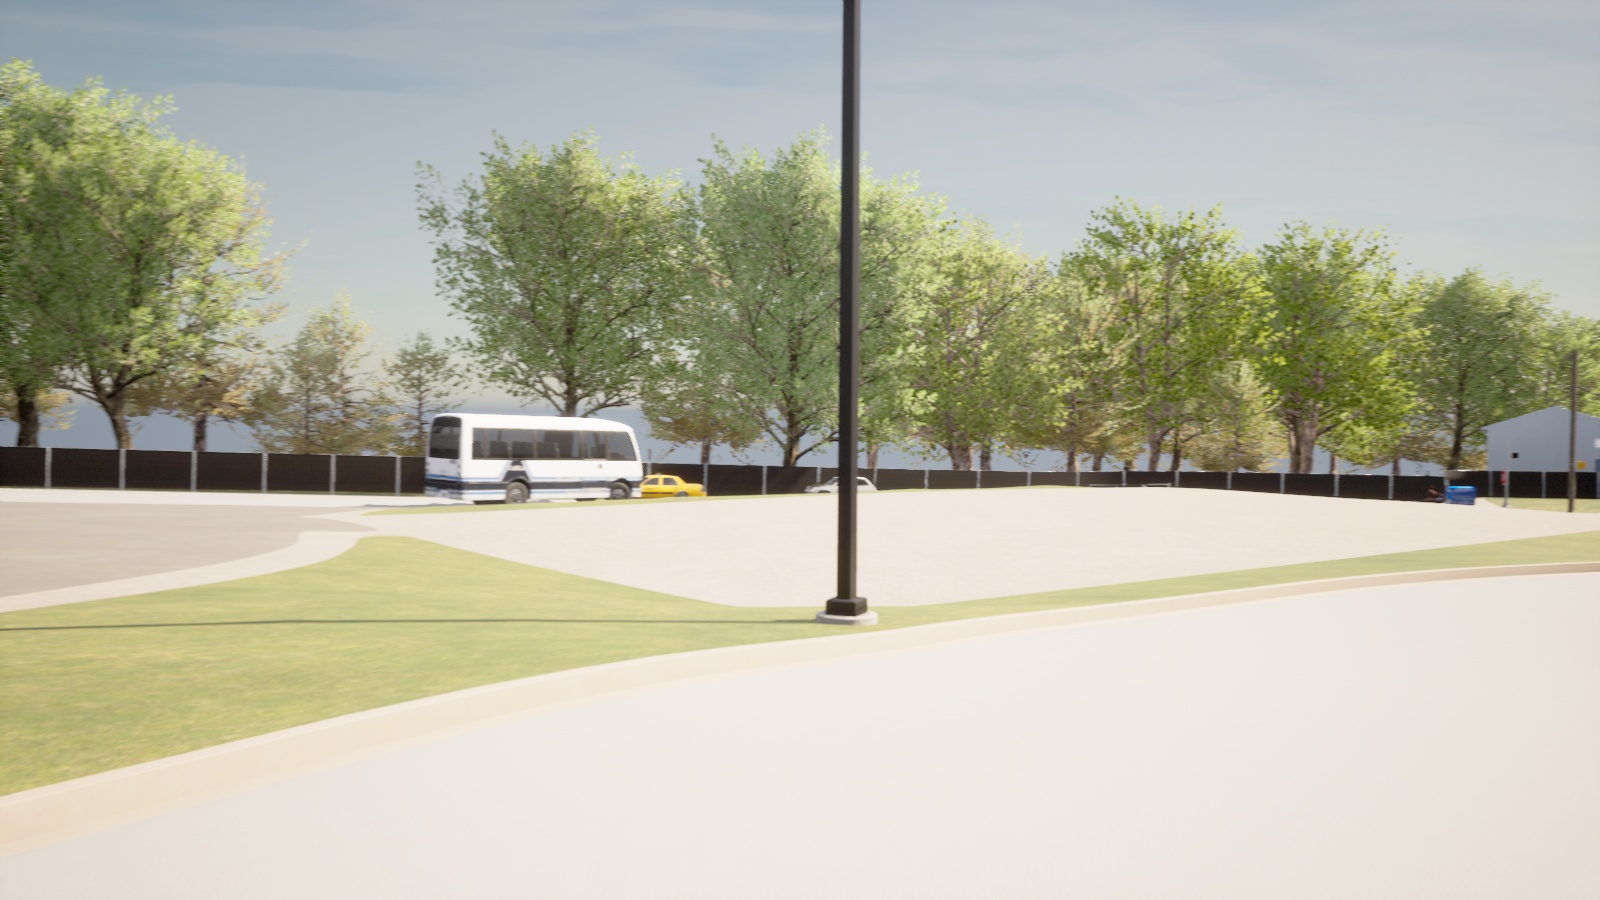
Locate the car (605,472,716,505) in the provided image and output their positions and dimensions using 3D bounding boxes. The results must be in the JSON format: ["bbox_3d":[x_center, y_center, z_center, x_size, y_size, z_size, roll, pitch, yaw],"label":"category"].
[{"bbox_3d":[-7.160,1.982,64.477,5.366,1.575,1.801,1,2,-22],"label":"car"}]

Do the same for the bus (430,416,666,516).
[{"bbox_3d":[-11.565,0.673,58.681,10.273,4.253,3.944,0,1,-45],"label":"bus"}]

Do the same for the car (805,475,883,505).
[{"bbox_3d":[2.332,2.116,67.285,3.806,1.475,1.970,1,2,-13],"label":"car"}]
